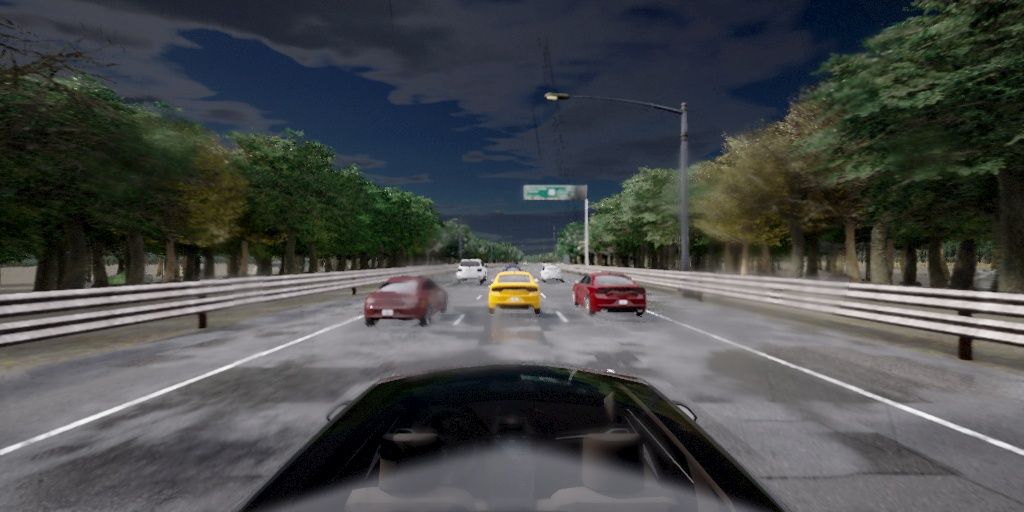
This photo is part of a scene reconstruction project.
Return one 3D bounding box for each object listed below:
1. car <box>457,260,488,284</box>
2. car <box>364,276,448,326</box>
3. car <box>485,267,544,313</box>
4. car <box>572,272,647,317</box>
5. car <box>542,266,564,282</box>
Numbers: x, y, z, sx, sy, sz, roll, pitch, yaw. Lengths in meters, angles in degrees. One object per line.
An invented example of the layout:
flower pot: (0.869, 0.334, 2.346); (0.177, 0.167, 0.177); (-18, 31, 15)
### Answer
car: (-3.400, 1.333, 31.405); (2.150, 2.045, 5.566); (0, -1, 0)
car: (-3.395, 1.398, 12.097); (1.812, 1.442, 4.674); (0, 0, 0)
car: (0.097, 1.384, 14.904); (1.882, 1.535, 5.008); (0, -1, 0)
car: (3.602, 1.374, 14.044); (1.882, 1.535, 5.008); (0, -1, 0)
car: (3.599, 1.661, 33.324); (1.812, 1.442, 4.674); (0, -1, 0)
